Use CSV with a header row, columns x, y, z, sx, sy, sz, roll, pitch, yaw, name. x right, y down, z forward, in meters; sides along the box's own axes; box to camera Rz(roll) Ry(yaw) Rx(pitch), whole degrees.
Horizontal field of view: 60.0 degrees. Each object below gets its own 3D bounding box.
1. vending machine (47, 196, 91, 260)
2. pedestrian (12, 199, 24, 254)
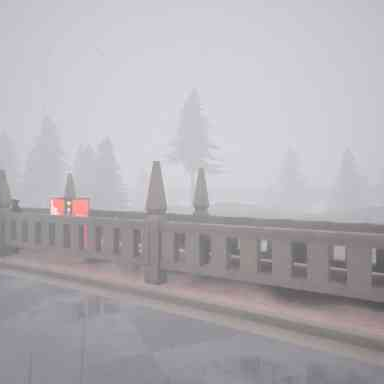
x,y,z,sx,sy,sz,roll,pitch,yaw,name
-4.286,1.191,11.640,0.880,2.100,1.100,1,0,30,vending machine
-6.003,1.138,11.268,0.375,1.860,0.375,1,1,29,pedestrian
